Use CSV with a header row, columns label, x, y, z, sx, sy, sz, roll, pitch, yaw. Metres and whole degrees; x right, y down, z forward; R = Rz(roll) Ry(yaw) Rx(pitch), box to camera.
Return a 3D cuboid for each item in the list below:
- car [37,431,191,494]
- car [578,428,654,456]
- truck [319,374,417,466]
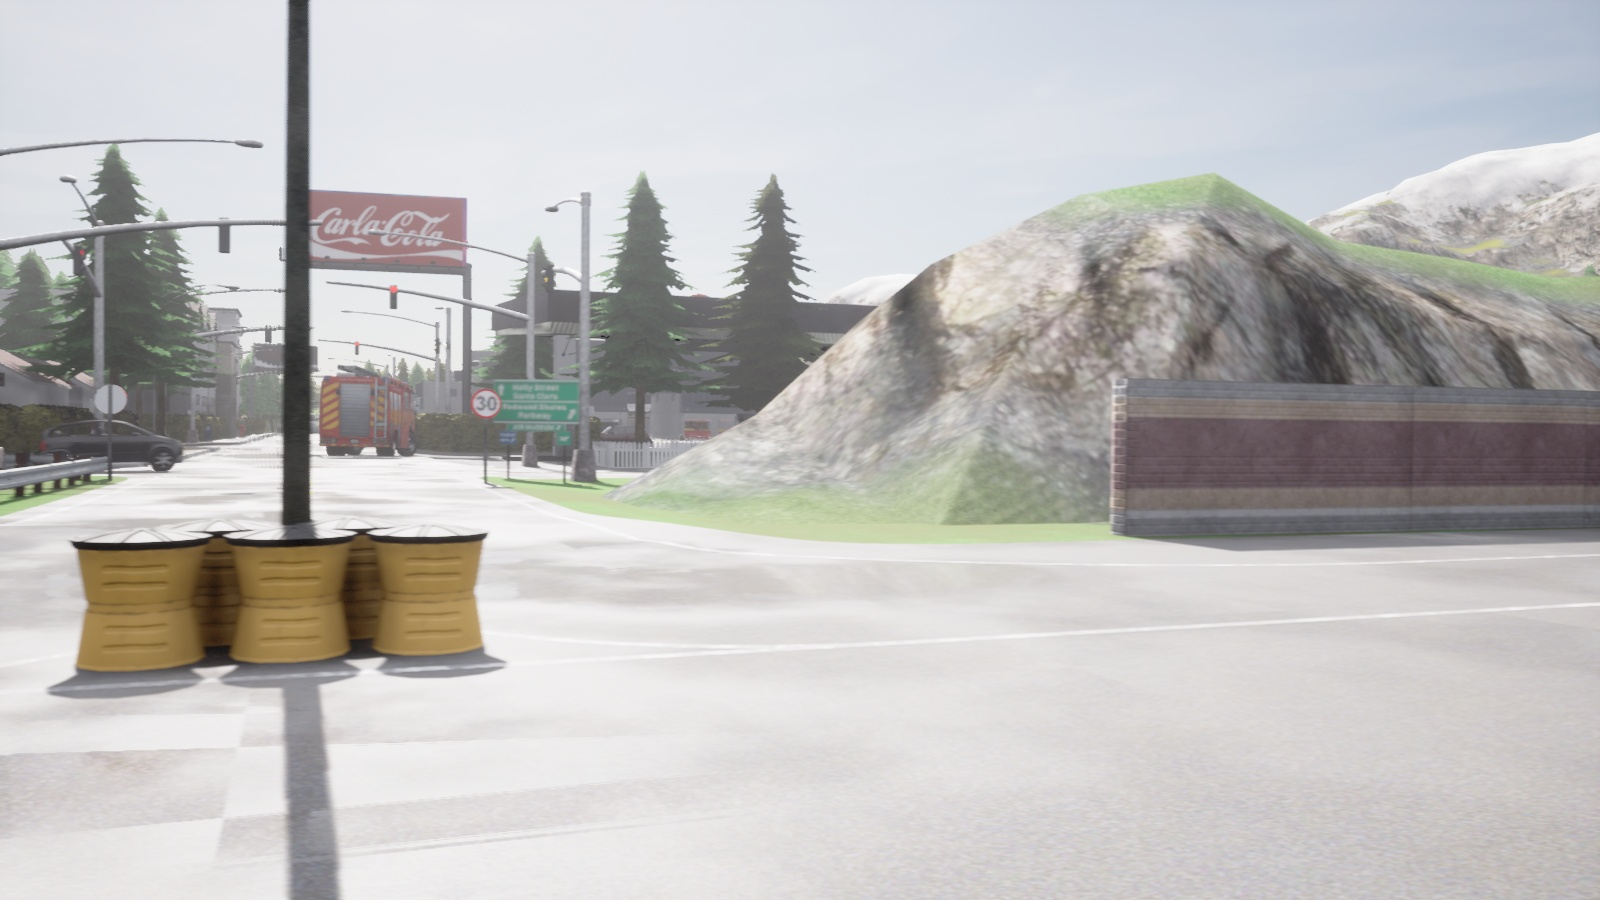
label,x,y,z,sx,sy,sz,roll,pitch,yaw
car,-19.583,0.322,35.955,3.705,1.549,1.789,-4,2,-29
car,-12.042,-0.554,82.119,4.553,1.767,2.097,-1,1,-21
truck,-19.321,-1.218,56.664,2.891,3.827,8.468,0,0,-10
